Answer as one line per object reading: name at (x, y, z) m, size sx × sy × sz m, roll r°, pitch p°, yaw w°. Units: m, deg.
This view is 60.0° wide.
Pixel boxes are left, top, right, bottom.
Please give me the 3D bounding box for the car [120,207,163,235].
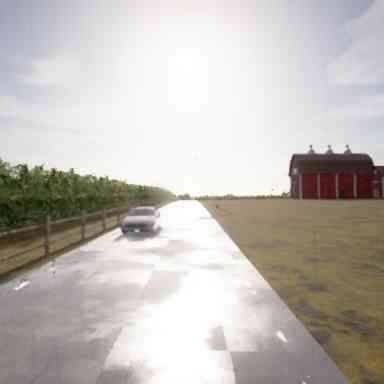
car at (-2.781, 1.599, 19.510) m, size 2.033 × 1.411 × 5.357 m, roll 0°, pitch 0°, yaw 0°
